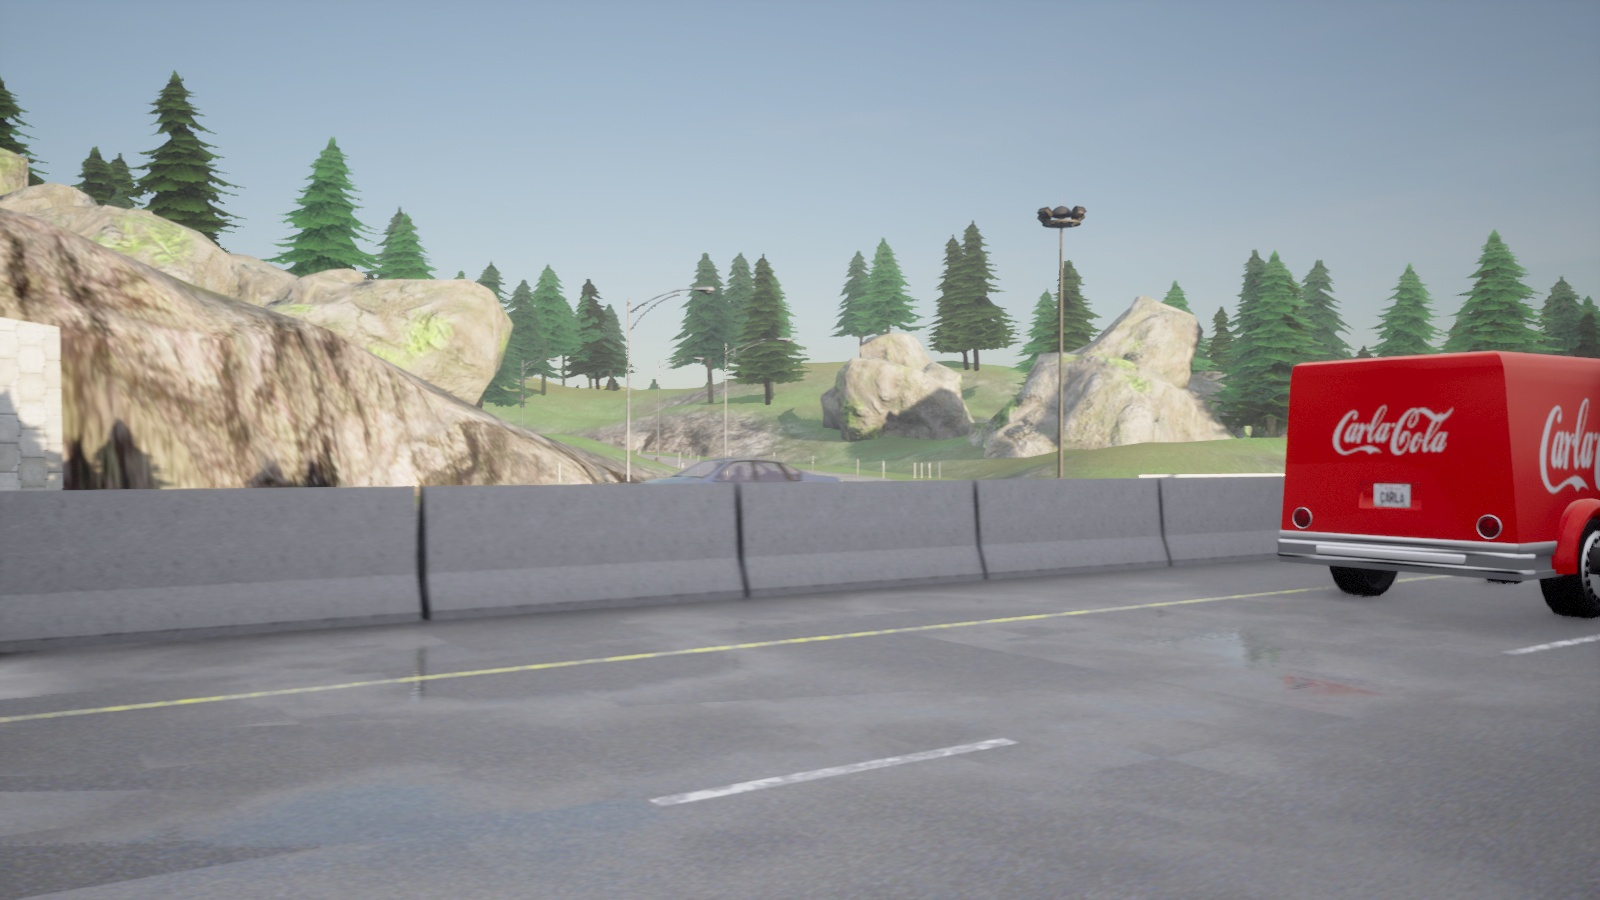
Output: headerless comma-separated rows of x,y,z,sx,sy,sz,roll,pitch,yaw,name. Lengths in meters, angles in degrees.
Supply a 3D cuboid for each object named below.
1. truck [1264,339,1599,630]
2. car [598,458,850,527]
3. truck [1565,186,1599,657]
7.628,0.299,13.231,5.204,2.467,2.627,0,0,-35,truck
-1.630,0.890,28.107,5.357,1.411,2.033,0,0,-35,car
9.827,-0.208,10.499,7.936,3.462,2.891,0,0,-35,truck
